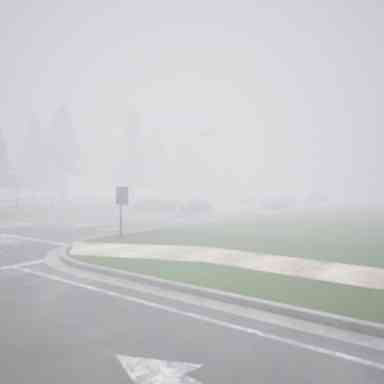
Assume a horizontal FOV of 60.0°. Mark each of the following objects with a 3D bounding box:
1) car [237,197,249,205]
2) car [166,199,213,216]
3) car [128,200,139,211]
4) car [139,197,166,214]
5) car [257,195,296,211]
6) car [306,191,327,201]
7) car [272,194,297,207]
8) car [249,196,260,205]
[{"bbox_3d":[9.407,1.469,56.429,1.895,1.301,4.718,0,0,37],"label":"car"},{"bbox_3d":[0.168,1.394,32.093,2.128,1.511,4.902,0,0,36],"label":"car"},{"bbox_3d":[-4.977,1.357,36.911,2.128,1.511,4.902,0,0,36],"label":"car"},{"bbox_3d":[-2.529,1.432,34.335,2.033,1.411,5.357,0,0,36],"label":"car"},{"bbox_3d":[10.186,1.469,39.836,2.033,1.411,5.357,0,0,36],"label":"car"},{"bbox_3d":[19.793,0.802,52.775,2.150,2.045,5.566,0,0,36],"label":"car"},{"bbox_3d":[14.283,1.255,51.258,2.097,1.767,4.553,0,0,37],"label":"car"},{"bbox_3d":[11.582,1.378,53.491,2.128,1.511,4.902,0,0,37],"label":"car"}]
